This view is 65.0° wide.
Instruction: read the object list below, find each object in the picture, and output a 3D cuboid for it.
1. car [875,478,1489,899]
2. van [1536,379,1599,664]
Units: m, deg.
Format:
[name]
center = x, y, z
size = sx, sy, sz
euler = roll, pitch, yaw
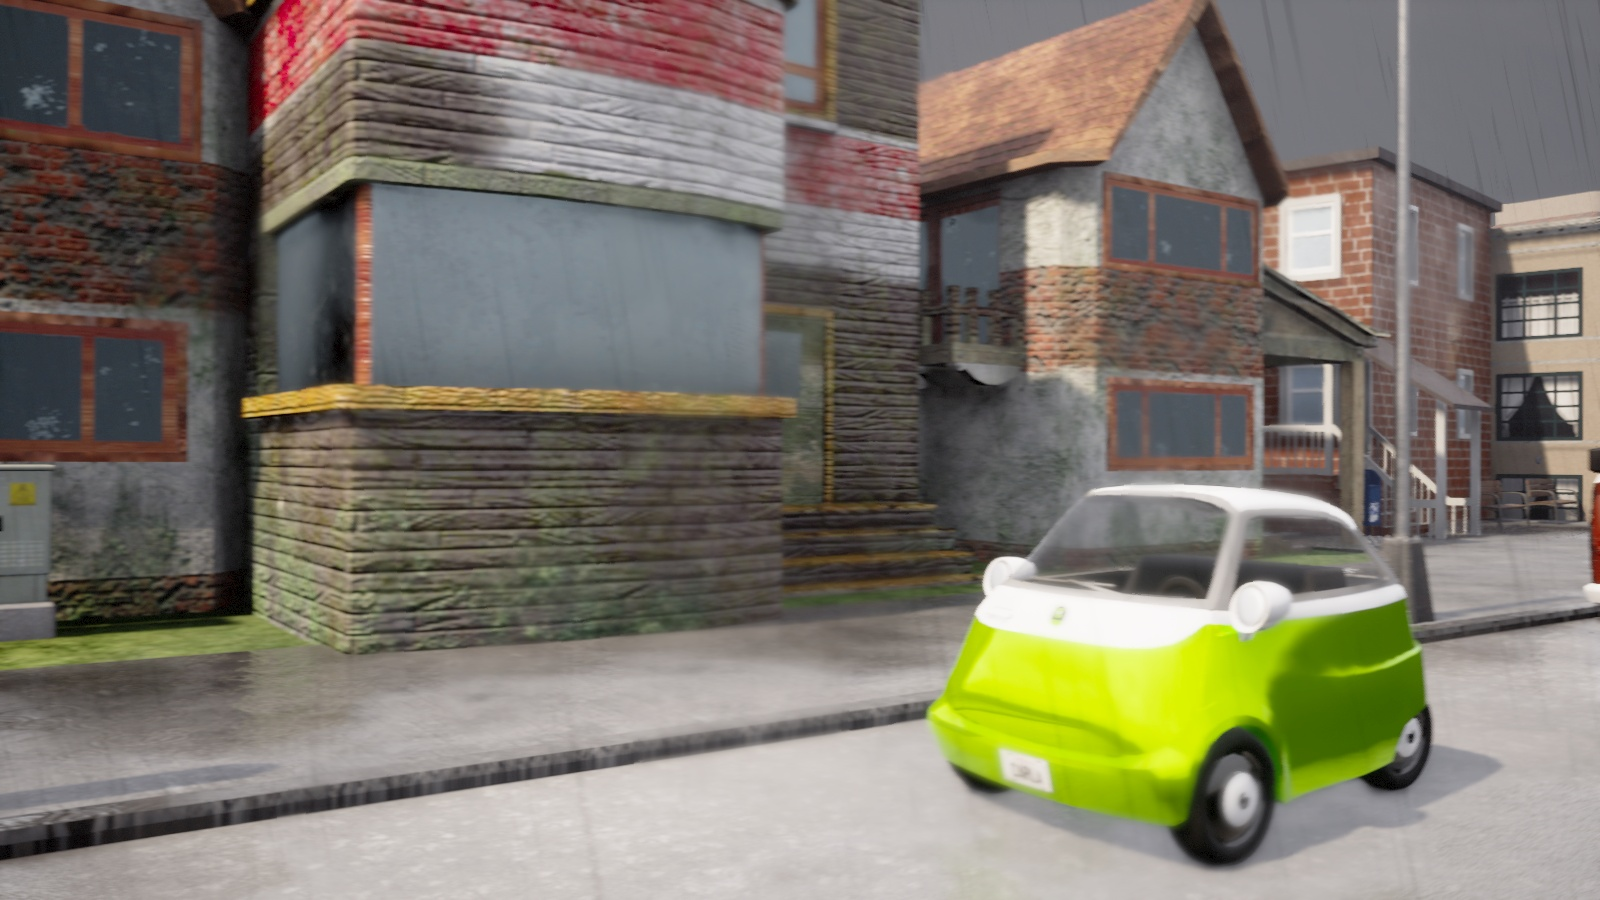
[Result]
[car]
center = 1.654, 0.823, 5.414
size = 2.207, 1.376, 1.481
euler = 1, -1, -35
[van]
center = 7.901, 0.512, 9.757
size = 4.480, 2.038, 2.069
euler = 0, 0, -35
